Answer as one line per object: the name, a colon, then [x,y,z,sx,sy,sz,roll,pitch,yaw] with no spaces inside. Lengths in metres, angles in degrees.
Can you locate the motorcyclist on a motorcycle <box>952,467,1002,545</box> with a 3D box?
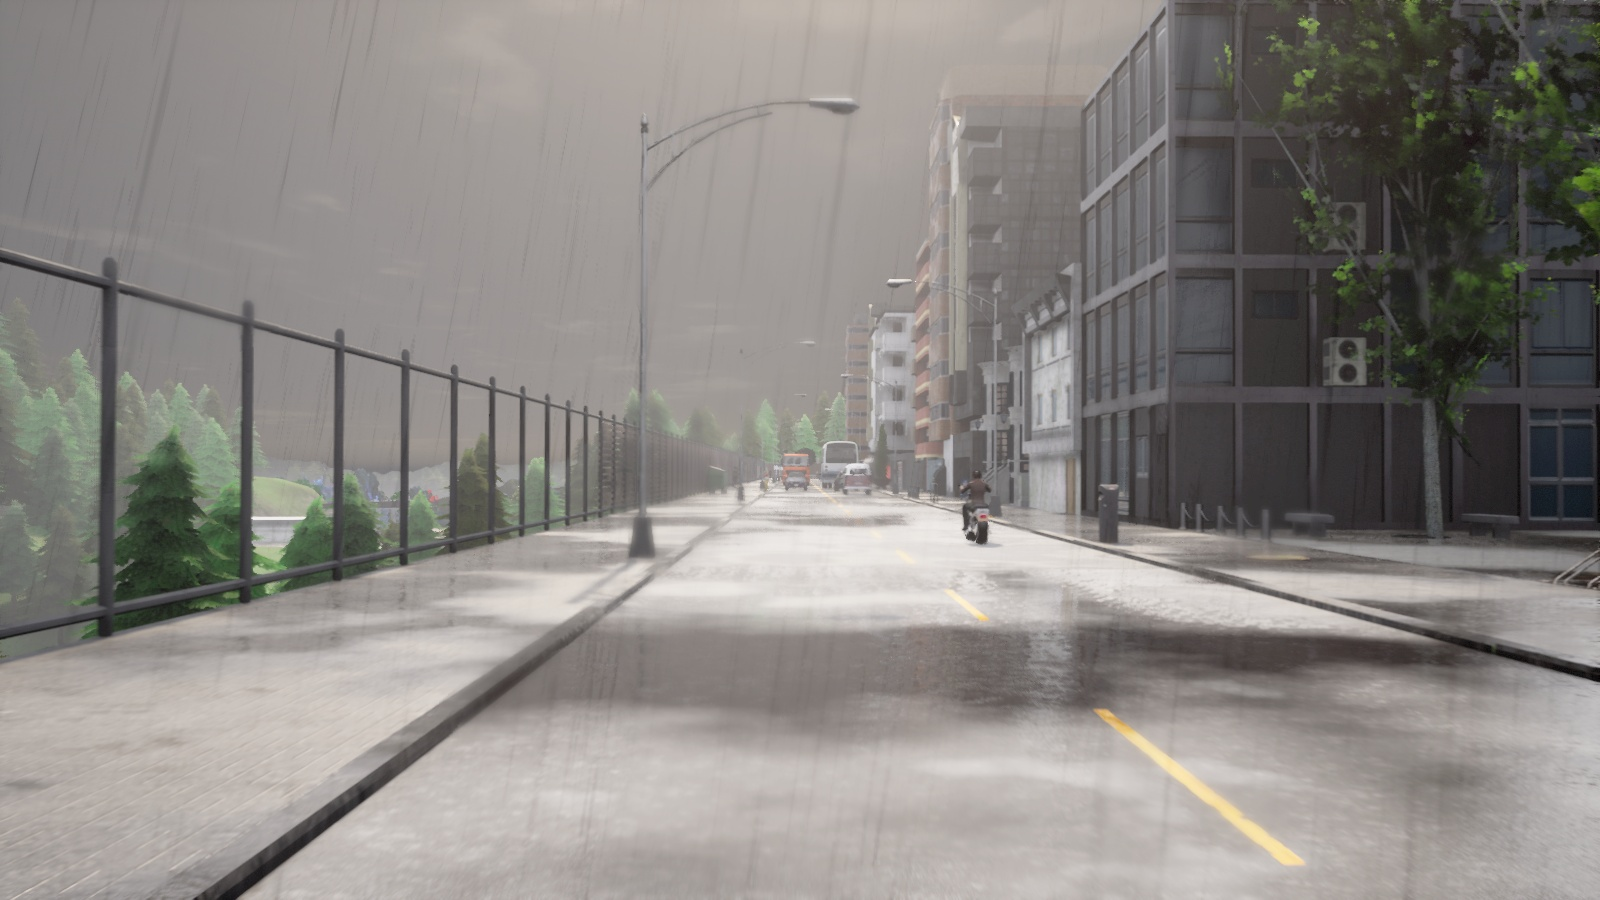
motorcyclist on a motorcycle: [3.920,1.218,28.006,0.766,1.649,2.350,0,-1,0]

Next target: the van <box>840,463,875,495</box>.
van: [3.766,1.905,82.555,2.069,2.038,4.480,0,-1,0]
